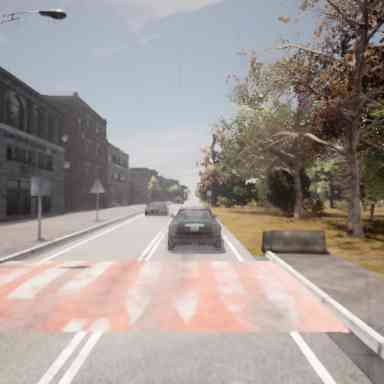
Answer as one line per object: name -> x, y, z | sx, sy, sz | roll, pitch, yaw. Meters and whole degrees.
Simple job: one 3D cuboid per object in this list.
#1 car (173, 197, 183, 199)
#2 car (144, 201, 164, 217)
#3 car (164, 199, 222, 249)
car -> -2.991, 1.795, 72.871 | 2.097, 1.767, 4.553 | 0, -1, 0
car -> -3.298, 1.584, 31.520 | 1.994, 1.385, 4.181 | 0, 0, 0
car -> 0.105, 1.372, 14.578 | 2.097, 1.767, 4.553 | 0, 0, 0
